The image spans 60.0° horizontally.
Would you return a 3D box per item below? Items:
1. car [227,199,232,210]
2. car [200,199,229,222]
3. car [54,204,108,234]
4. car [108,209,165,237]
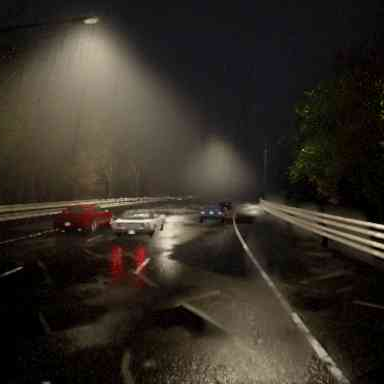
[{"bbox_3d":[4.127,1.567,42.897,1.895,1.301,4.718,0,0,10],"label":"car"},{"bbox_3d":[1.645,1.523,26.004,2.033,1.411,5.357,0,0,6],"label":"car"},{"bbox_3d":[-6.034,1.437,19.080,1.882,1.535,5.008,0,0,4],"label":"car"},{"bbox_3d":[-2.640,1.573,17.716,1.895,1.301,4.718,0,0,4],"label":"car"}]
